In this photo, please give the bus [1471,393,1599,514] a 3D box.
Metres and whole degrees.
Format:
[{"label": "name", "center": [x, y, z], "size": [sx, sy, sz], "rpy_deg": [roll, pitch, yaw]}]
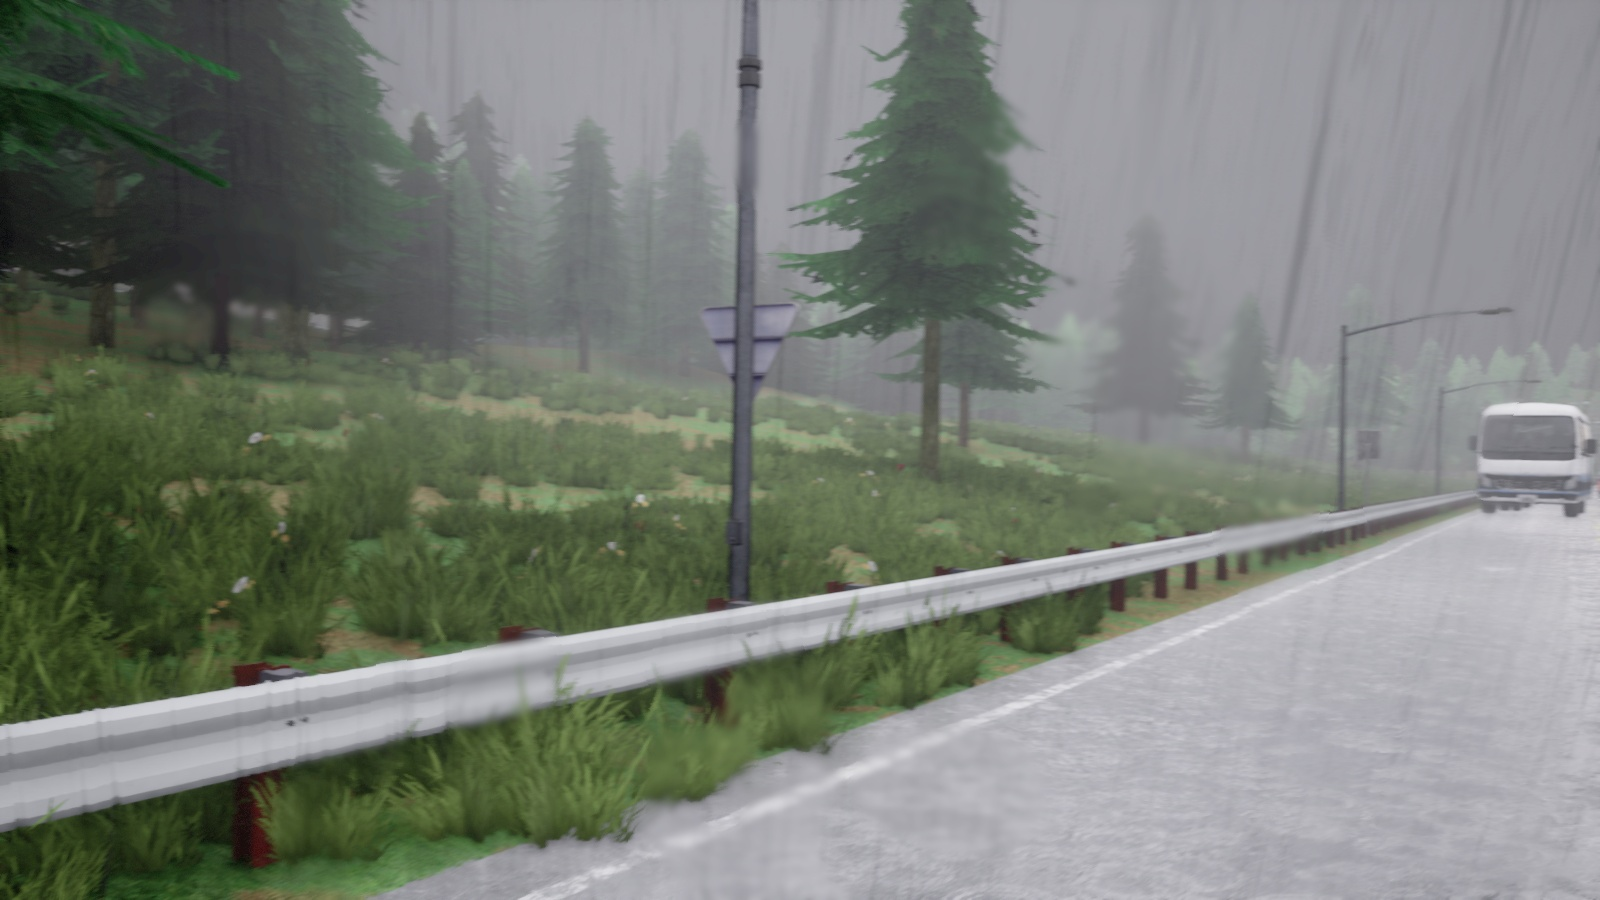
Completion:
[{"label": "bus", "center": [29.261, 0.168, 49.277], "size": [3.944, 4.253, 10.273], "rpy_deg": [0, 0, 35]}]
